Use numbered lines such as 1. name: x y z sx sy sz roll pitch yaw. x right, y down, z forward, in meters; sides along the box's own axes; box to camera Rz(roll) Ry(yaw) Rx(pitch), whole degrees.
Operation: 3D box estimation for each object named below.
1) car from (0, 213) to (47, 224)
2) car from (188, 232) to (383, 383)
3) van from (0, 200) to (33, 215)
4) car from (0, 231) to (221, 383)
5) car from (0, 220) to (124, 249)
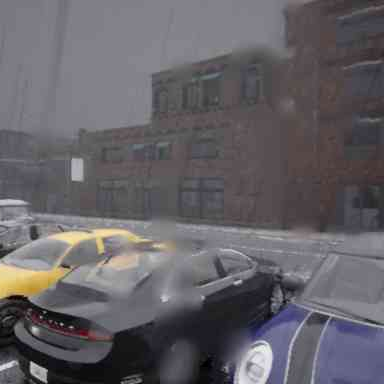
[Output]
1. car: -4.613 1.478 8.447 2.231 1.521 4.892 0 0 36
2. car: 2.199 1.355 3.617 2.185 1.767 4.553 0 0 36
3. van: -6.814 1.249 10.154 1.878 1.987 4.442 0 0 36
4. car: -0.089 1.480 5.204 2.231 1.521 4.892 0 0 36
5. car: -2.459 1.475 6.675 1.946 1.575 5.366 0 0 36
